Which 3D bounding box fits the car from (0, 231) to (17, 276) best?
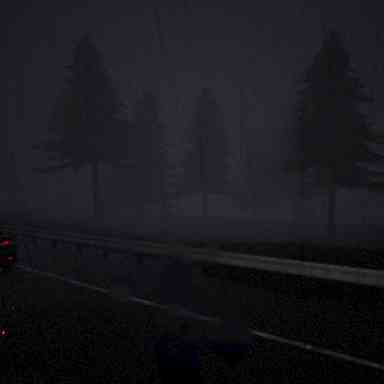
[{"bbox_3d":[-6.609,1.461,9.068,4.902,1.511,2.128,0,0,38],"label":"car"}]
